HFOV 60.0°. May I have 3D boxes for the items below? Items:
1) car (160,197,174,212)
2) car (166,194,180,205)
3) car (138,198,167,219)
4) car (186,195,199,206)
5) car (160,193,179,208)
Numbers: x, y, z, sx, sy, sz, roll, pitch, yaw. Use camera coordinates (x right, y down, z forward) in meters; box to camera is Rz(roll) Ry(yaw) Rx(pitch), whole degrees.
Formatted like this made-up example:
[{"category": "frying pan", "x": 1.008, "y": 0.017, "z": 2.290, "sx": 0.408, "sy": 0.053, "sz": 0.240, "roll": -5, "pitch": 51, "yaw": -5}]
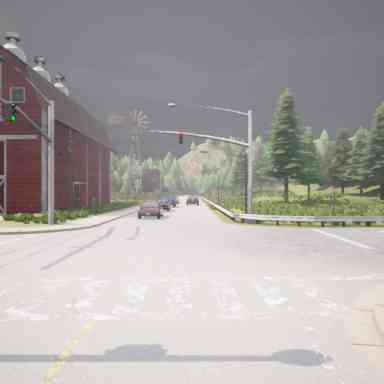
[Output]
[{"category": "car", "x": -3.526, "y": 1.601, "z": 39.292, "sx": 1.895, "sy": 1.301, "sz": 4.718, "roll": 0, "pitch": 0, "yaw": 0}, {"category": "car", "x": -3.431, "y": 1.351, "z": 60.892, "sx": 2.097, "sy": 1.767, "sz": 4.553, "roll": 0, "pitch": 0, "yaw": 1}, {"category": "car", "x": -3.545, "y": 1.526, "z": 29.186, "sx": 1.812, "sy": 1.442, "sz": 4.674, "roll": 0, "pitch": 0, "yaw": 0}, {"category": "car", "x": 0.105, "y": 1.352, "z": 55.591, "sx": 2.097, "sy": 1.767, "sz": 4.553, "roll": 0, "pitch": 0, "yaw": 0}, {"category": "car", "x": -3.499, "y": 1.221, "z": 49.613, "sx": 2.150, "sy": 2.045, "sz": 5.566, "roll": 0, "pitch": 0, "yaw": 0}]
